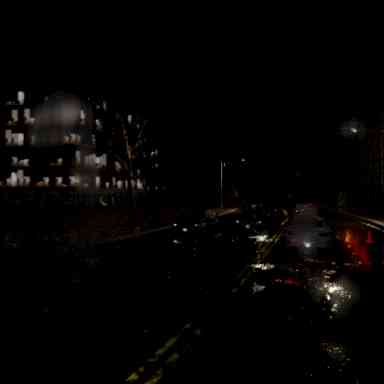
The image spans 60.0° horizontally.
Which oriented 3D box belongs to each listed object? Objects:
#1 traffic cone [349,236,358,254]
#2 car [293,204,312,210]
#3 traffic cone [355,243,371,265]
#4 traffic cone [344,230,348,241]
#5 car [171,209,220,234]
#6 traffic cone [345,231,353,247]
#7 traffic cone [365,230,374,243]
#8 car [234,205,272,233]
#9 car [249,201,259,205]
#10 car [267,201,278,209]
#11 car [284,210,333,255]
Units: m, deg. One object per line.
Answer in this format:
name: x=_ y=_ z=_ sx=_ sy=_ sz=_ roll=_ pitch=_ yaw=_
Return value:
traffic cone: x=6.535 y=2.158 z=13.167 sx=0.340 sy=0.580 sz=0.340 roll=0 pitch=-1 yaw=20
car: x=11.980 y=2.049 z=36.074 sx=2.033 sy=1.411 sz=5.357 roll=0 pitch=-1 yaw=16
traffic cone: x=5.844 y=2.131 z=11.290 sx=0.340 sy=0.580 sz=0.340 roll=0 pitch=-1 yaw=20
traffic cone: x=7.916 y=2.211 z=16.920 sx=0.340 sy=0.580 sz=0.340 roll=0 pitch=-1 yaw=20
car: x=0.439 y=1.822 z=21.581 sx=2.033 sy=1.411 sz=5.357 roll=0 pitch=-1 yaw=19
traffic cone: x=7.225 y=2.185 z=15.044 sx=0.340 sy=0.580 sz=0.340 roll=0 pitch=-1 yaw=20
traffic cone: x=8.854 y=2.212 z=16.575 sx=0.340 sy=0.580 sz=0.340 roll=0 pitch=-1 yaw=20
car: x=4.062 y=1.826 z=22.227 sx=1.812 sy=1.442 sz=4.674 roll=0 pitch=-1 yaw=18
car: x=11.496 y=2.313 z=61.395 sx=1.812 sy=1.442 sz=4.674 roll=0 pitch=-1 yaw=13
car: x=15.076 y=2.379 z=62.515 sx=1.994 sy=1.385 sz=4.181 roll=0 pitch=-1 yaw=13
car: x=5.026 y=1.736 z=14.389 sx=1.812 sy=1.442 sz=4.674 roll=0 pitch=-1 yaw=20
